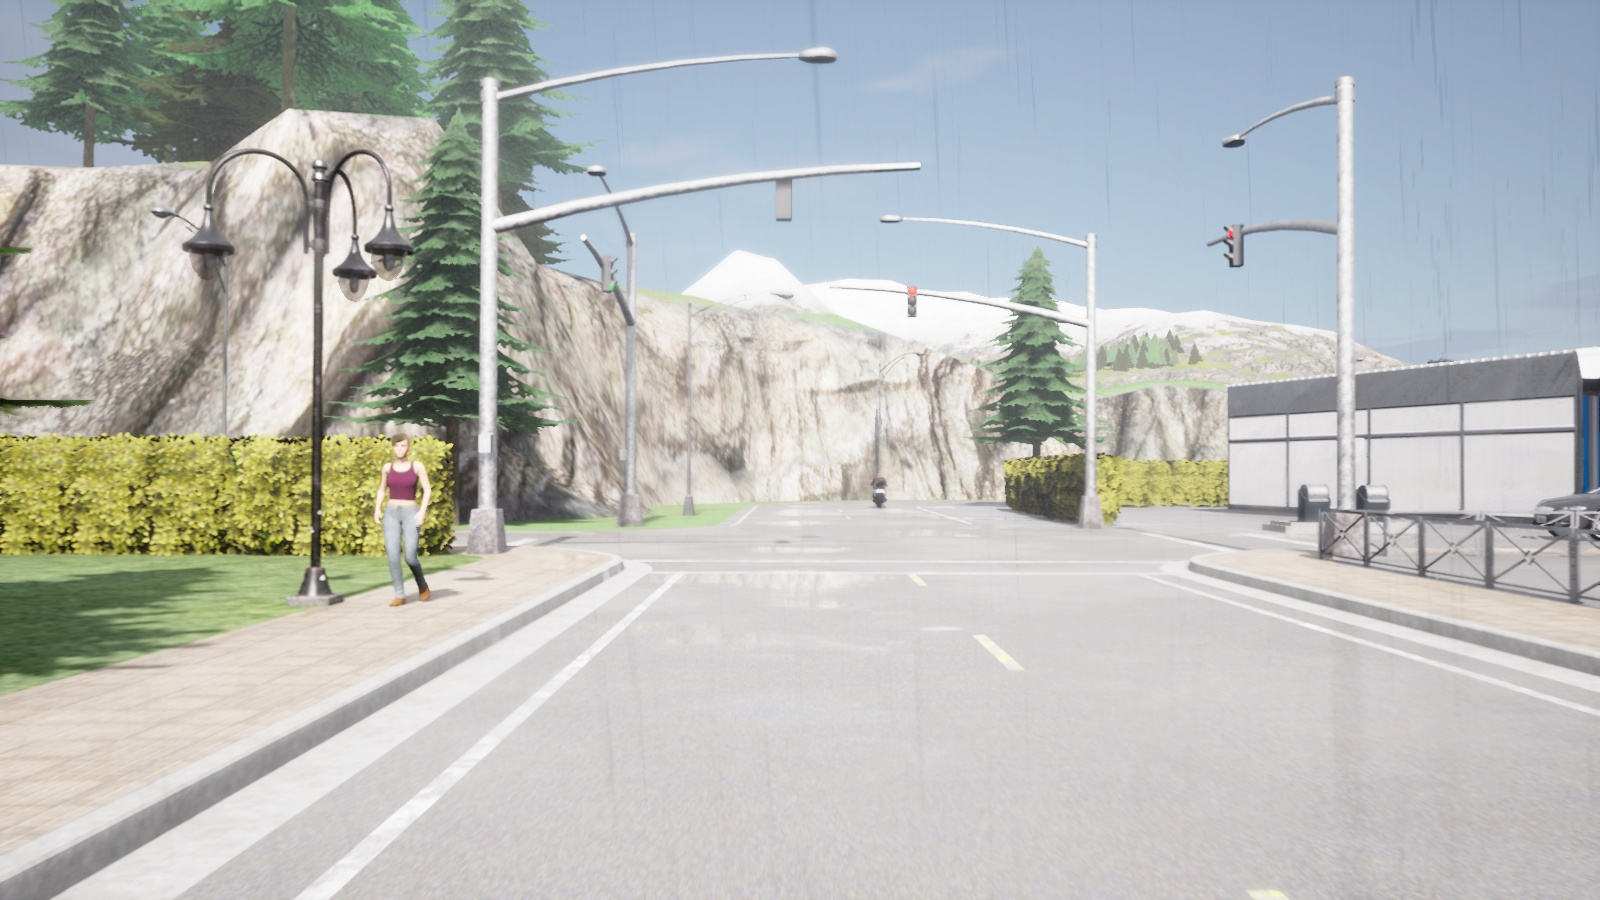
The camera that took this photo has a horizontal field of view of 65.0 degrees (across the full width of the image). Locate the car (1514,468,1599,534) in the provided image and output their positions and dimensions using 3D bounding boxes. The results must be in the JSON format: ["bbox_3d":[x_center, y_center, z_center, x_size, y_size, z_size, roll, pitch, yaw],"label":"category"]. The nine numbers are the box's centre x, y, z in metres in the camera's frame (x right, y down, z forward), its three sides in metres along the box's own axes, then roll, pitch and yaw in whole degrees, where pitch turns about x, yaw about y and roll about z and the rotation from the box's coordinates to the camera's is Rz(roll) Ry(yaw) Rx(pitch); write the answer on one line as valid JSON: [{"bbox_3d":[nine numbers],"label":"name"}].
[{"bbox_3d":[20.057,1.192,29.888,4.902,1.511,2.128,0,-1,1],"label":"car"}]

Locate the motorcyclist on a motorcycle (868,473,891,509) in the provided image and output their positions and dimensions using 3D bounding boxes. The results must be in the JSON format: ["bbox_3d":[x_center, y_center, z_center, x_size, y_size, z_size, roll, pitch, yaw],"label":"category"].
[{"bbox_3d":[3.397,1.737,53.792,0.866,1.530,2.191,0,-1,1],"label":"motorcyclist on a motorcycle"}]

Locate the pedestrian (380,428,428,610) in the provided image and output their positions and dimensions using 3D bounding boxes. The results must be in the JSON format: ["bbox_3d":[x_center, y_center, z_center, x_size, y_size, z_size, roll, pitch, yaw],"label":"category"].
[{"bbox_3d":[-4.090,0.704,12.992,0.345,1.836,0.594,0,-1,-4],"label":"pedestrian"}]
